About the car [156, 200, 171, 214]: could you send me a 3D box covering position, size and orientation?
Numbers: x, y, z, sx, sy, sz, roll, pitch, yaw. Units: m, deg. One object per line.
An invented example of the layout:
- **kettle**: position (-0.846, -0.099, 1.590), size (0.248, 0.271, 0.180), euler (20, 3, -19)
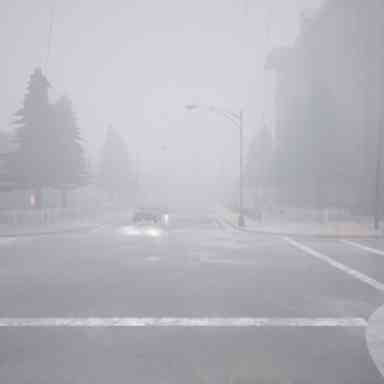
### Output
- **car**: position (-3.568, 1.723, 38.559), size (1.812, 1.442, 4.674), euler (0, 0, 0)

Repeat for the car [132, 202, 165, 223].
- **car**: position (-3.585, 1.738, 26.929), size (1.895, 1.301, 4.718), euler (0, 0, 0)
